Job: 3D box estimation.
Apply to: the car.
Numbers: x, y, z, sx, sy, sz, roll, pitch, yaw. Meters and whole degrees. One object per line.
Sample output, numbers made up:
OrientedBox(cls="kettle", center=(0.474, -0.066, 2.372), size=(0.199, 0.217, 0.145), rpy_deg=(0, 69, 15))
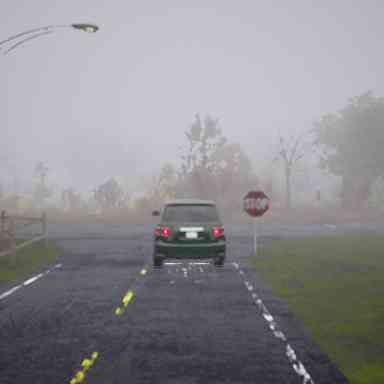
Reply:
OrientedBox(cls="car", center=(-0.234, 1.251, 11.734), size=(2.150, 2.045, 5.566), rpy_deg=(0, 0, -5))
